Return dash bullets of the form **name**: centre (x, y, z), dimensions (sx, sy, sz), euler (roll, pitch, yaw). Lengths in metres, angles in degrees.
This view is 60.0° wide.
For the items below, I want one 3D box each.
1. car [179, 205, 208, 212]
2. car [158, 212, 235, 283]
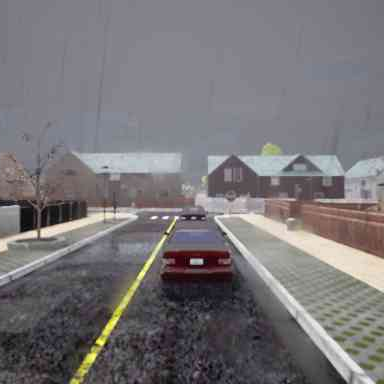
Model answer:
- **car**: centre (0.100, 1.572, 21.778), dimensions (2.033, 1.411, 5.357), euler (0, 0, 0)
- **car**: centre (0.101, 1.559, 9.720), dimensions (2.033, 1.411, 5.357), euler (0, 0, 0)
